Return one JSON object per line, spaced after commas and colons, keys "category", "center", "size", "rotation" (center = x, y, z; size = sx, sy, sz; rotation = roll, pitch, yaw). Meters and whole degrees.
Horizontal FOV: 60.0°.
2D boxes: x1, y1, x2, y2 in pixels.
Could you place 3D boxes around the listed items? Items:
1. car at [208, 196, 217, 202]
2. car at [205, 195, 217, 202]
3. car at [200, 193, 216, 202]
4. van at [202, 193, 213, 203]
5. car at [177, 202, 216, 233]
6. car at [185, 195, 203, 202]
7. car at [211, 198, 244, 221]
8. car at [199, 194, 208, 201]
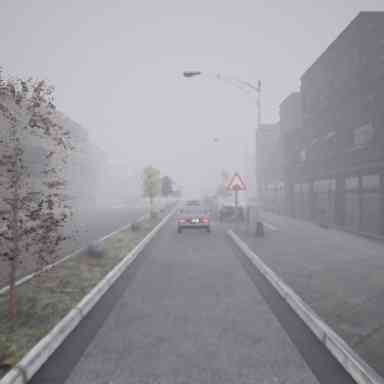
{"category": "car", "center": [3.003, 1.456, 32.387], "size": [2.231, 1.521, 4.892], "rotation": [0, 0, 0]}
{"category": "car", "center": [3.004, 1.473, 37.945], "size": [2.163, 1.488, 4.792], "rotation": [0, 0, 0]}
{"category": "car", "center": [3.008, 1.153, 54.385], "size": [2.435, 2.045, 5.566], "rotation": [0, 0, 0]}
{"category": "van", "center": [3.010, 1.168, 65.516], "size": [1.878, 1.987, 4.442], "rotation": [0, 0, 0]}
{"category": "car", "center": [0.098, 1.540, 19.772], "size": [2.033, 1.411, 5.357], "rotation": [0, 0, 0]}
{"category": "car", "center": [0.106, 1.456, 42.648], "size": [1.837, 1.490, 4.892], "rotation": [0, 0, 0]}
{"category": "car", "center": [3.002, 1.466, 26.740], "size": [2.231, 1.521, 4.892], "rotation": [0, 0, 0]}
{"category": "car", "center": [3.014, 1.307, 87.451], "size": [2.185, 1.767, 4.553], "rotation": [0, 0, 0]}
